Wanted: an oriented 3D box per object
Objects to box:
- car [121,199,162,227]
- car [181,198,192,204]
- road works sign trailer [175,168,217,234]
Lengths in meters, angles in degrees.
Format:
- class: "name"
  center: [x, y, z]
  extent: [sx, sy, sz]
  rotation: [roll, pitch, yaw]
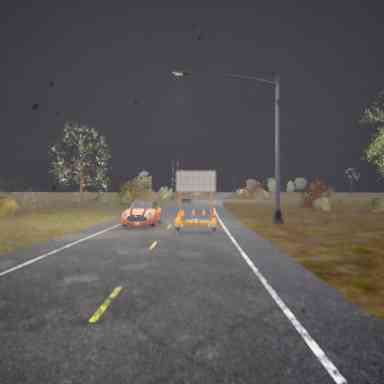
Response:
- class: "car"
  center: [-3.256, 1.323, 22.196]
  extent: [2.097, 1.767, 4.553]
  rotation: [0, 0, 2]
- class: "car"
  center: [-1.104, 1.515, 63.019]
  extent: [1.895, 1.301, 4.718]
  rotation: [0, 0, 5]
- class: "road works sign trailer"
  center: [0.230, 0.441, 19.277]
  extent: [2.380, 3.560, 2.880]
  rotation: [0, 0, 2]
